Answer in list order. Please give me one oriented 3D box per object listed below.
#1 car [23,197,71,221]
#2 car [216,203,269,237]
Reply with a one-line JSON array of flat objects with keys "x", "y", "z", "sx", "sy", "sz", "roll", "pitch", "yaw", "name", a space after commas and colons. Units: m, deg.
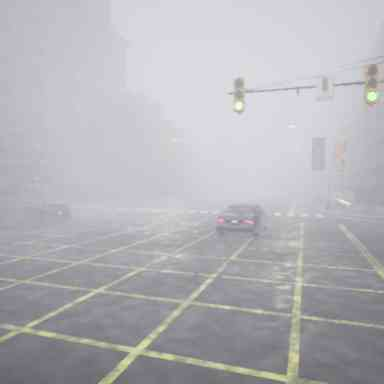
[{"x": -9.489, "y": 1.037, "z": 21.764, "sx": 1.812, "sy": 1.442, "sz": 4.674, "roll": 0, "pitch": 1, "yaw": -42, "name": "car"}, {"x": 2.580, "y": 1.246, "z": 16.205, "sx": 2.033, "sy": 1.411, "sz": 5.357, "roll": 1, "pitch": 1, "yaw": 19, "name": "car"}]
